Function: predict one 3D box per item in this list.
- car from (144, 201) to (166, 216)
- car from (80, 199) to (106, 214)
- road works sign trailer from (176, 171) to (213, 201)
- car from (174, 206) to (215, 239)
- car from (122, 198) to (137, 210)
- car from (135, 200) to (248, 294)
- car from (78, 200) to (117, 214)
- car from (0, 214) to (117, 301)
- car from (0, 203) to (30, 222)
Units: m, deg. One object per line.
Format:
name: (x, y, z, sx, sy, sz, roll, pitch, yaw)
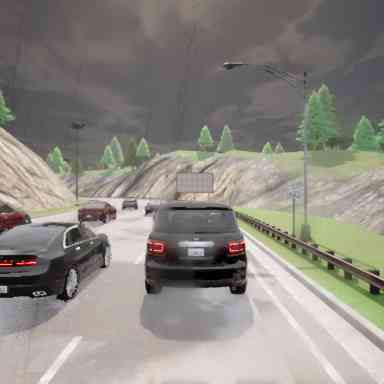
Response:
car: (-3.692, 1.601, 34.001, 1.895, 1.301, 4.718, 0, 0, -3)
car: (-10.935, 1.564, 37.066, 1.994, 1.385, 4.181, 0, 0, -4)
road works sign trailer: (0.188, 0.464, 21.612, 2.380, 3.560, 2.880, 0, 0, 0)
car: (0.108, 1.558, 18.115, 1.994, 1.385, 4.181, 0, 0, 0)
car: (-8.112, 1.491, 43.821, 2.128, 1.511, 4.902, 0, 0, -7)
car: (0.088, 1.221, 8.898, 2.150, 2.045, 5.566, 0, 0, 0)
car: (-6.940, 1.477, 24.793, 1.882, 1.535, 5.008, 0, 0, 0)
car: (-3.409, 1.503, 8.319, 1.837, 1.490, 4.892, 0, -1, 0)
car: (-10.421, 1.352, 17.491, 2.097, 1.767, 4.553, 0, 0, 0)
